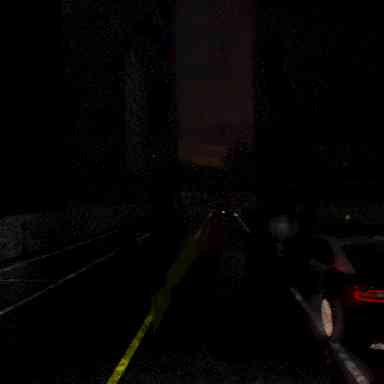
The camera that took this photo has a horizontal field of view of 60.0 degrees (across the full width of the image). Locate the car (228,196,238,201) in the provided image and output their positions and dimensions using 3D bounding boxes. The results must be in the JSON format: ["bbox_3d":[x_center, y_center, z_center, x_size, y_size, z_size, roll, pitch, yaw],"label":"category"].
[{"bbox_3d":[9.148,2.121,70.839,1.752,1.417,4.829,-2,-1,5],"label":"car"}]

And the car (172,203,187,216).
[{"bbox_3d":[-2.184,2.032,39.179,2.008,1.369,4.403,-2,-1,5],"label":"car"}]

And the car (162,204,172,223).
[{"bbox_3d":[-3.123,1.965,28.464,1.802,1.307,4.206,-2,-1,5],"label":"car"}]

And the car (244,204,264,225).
[{"bbox_3d":[4.960,1.754,23.062,1.947,1.339,4.313,-2,-1,5],"label":"car"}]

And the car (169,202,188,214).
[{"bbox_3d":[-1.714,2.094,44.537,1.947,1.339,4.313,-2,-1,5],"label":"car"}]

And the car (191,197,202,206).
[{"bbox_3d":[0.643,2.326,71.403,1.802,1.307,4.206,-2,-1,5],"label":"car"}]

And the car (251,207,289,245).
[{"bbox_3d":[4.505,1.703,17.878,1.947,1.339,4.313,-2,-1,5],"label":"car"}]

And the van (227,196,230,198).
[{"bbox_3d":[9.624,1.977,76.329,1.690,1.788,3.998,-2,-1,5],"label":"van"}]

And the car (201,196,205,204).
[{"bbox_3d":[1.131,2.101,77.065,2.192,1.841,5.009,-2,-1,5],"label":"car"}]

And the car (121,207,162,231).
[{"bbox_3d":[-3.594,1.876,23.109,1.887,1.381,4.507,-2,-1,5],"label":"car"}]

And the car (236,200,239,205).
[{"bbox_3d":[6.337,1.860,38.779,1.752,1.417,4.829,-2,-1,5],"label":"car"}]

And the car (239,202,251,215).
[{"bbox_3d":[5.414,1.789,28.244,2.008,1.369,4.403,-2,-1,5],"label":"car"}]

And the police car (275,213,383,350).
[{"bbox_3d":[3.124,1.453,6.576,1.930,1.638,5.238,-1,-1,5],"label":"police car"}]

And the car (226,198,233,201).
[{"bbox_3d":[4.093,1.932,44.164,1.837,1.490,4.892,-1,0,6],"label":"car"}]

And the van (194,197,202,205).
[{"bbox_3d":[1.628,2.167,82.723,1.690,1.788,3.998,-2,-1,5],"label":"van"}]

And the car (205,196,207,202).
[{"bbox_3d":[2.124,2.178,88.381,2.192,1.841,5.009,-2,-1,5],"label":"car"}]

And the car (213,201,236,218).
[{"bbox_3d":[3.224,1.901,34.059,1.994,1.385,4.181,-1,-1,6],"label":"car"}]
